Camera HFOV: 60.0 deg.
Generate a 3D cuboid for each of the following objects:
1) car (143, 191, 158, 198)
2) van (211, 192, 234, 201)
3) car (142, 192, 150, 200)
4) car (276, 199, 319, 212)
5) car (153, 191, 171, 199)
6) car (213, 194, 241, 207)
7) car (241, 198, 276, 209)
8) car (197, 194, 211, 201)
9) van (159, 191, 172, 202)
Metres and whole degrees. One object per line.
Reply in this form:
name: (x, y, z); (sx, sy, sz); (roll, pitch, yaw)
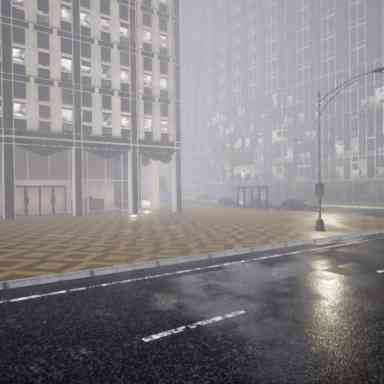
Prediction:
car: (-10.284, 0.685, 82.867); (1.967, 1.590, 4.097); (0, 1, -34)
van: (5.802, 0.854, 59.440); (1.690, 1.788, 3.998); (-1, 1, -34)
car: (-10.758, 1.038, 68.756); (2.008, 1.369, 4.403); (0, 1, -34)
car: (11.656, 1.422, 35.886); (1.947, 1.339, 4.313); (-1, 1, -34)
car: (-7.067, 0.614, 78.181); (2.192, 1.841, 5.009); (0, 1, -34)
car: (5.284, 1.318, 45.301); (1.947, 1.339, 4.313); (-1, 1, -34)
car: (8.453, 1.387, 40.583); (1.802, 1.307, 4.206); (-1, 1, -34)
car: (2.586, 1.042, 64.128); (1.802, 1.307, 4.206); (-1, 1, -34)
van: (-4.323, 0.936, 59.383); (1.690, 1.788, 3.998); (0, 1, -34)
